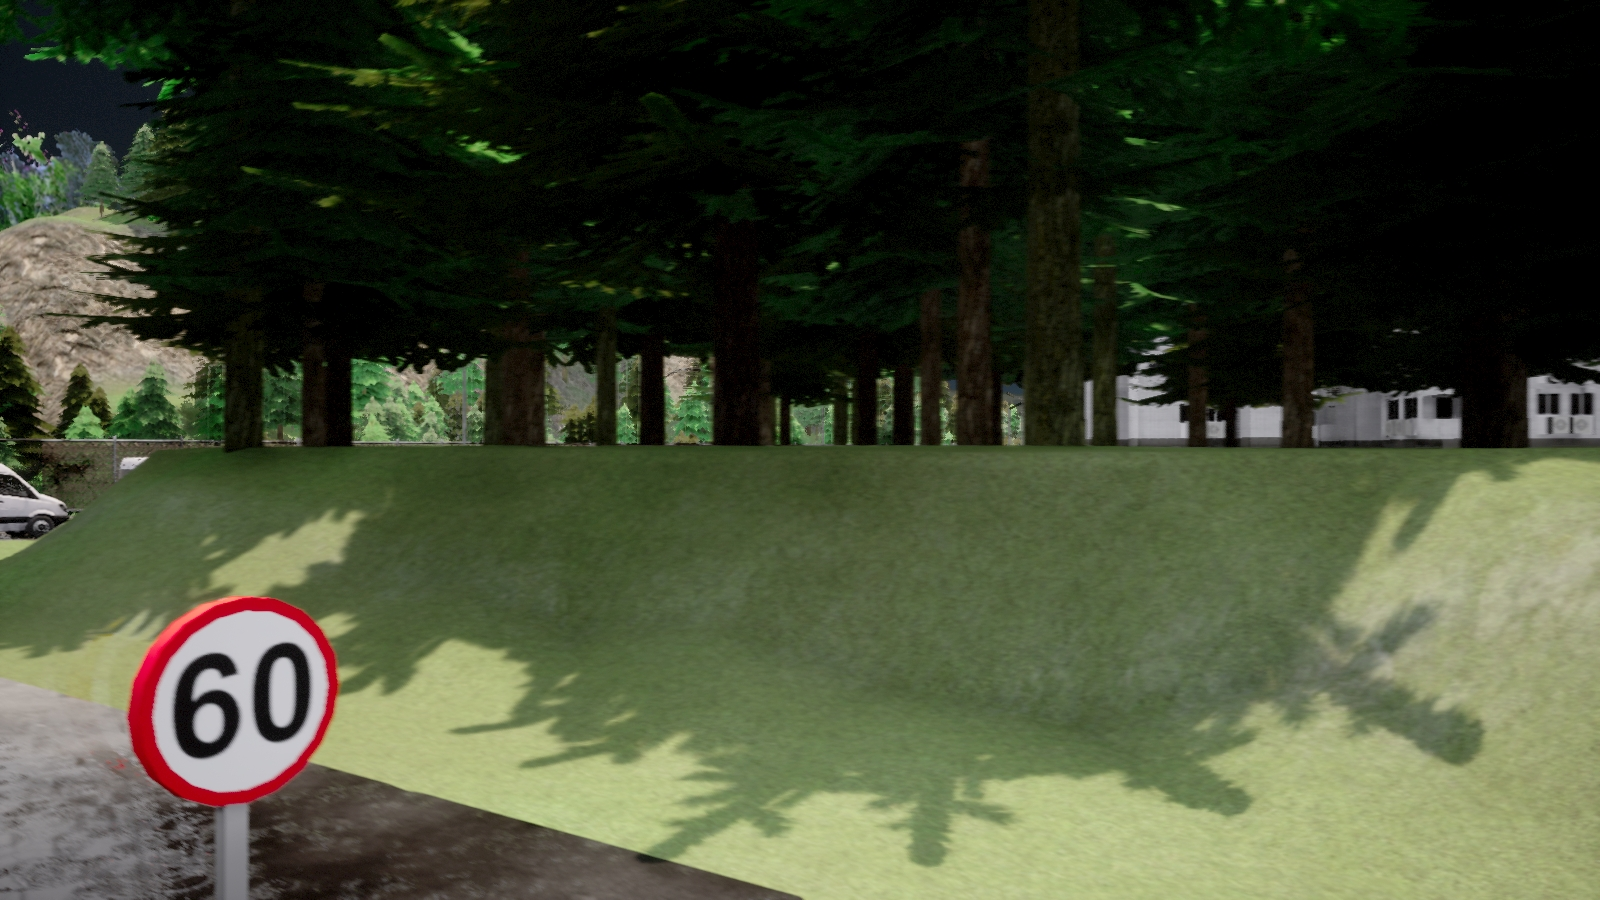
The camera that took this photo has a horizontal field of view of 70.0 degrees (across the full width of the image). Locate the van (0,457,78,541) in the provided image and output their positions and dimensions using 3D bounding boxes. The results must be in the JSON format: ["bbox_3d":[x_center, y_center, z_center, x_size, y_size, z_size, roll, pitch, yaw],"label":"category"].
[{"bbox_3d":[-25.882,1.520,35.123,1.988,2.561,5.915,0,0,35],"label":"van"}]
